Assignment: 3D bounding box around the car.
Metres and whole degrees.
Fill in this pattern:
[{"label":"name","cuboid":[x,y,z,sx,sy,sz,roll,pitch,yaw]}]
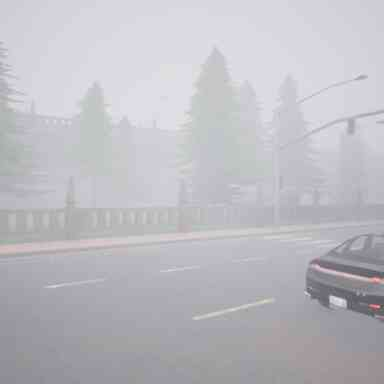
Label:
[{"label":"car","cuboid":[4.360,1.578,6.694,4.902,1.511,2.128,1,0,-34]}]
